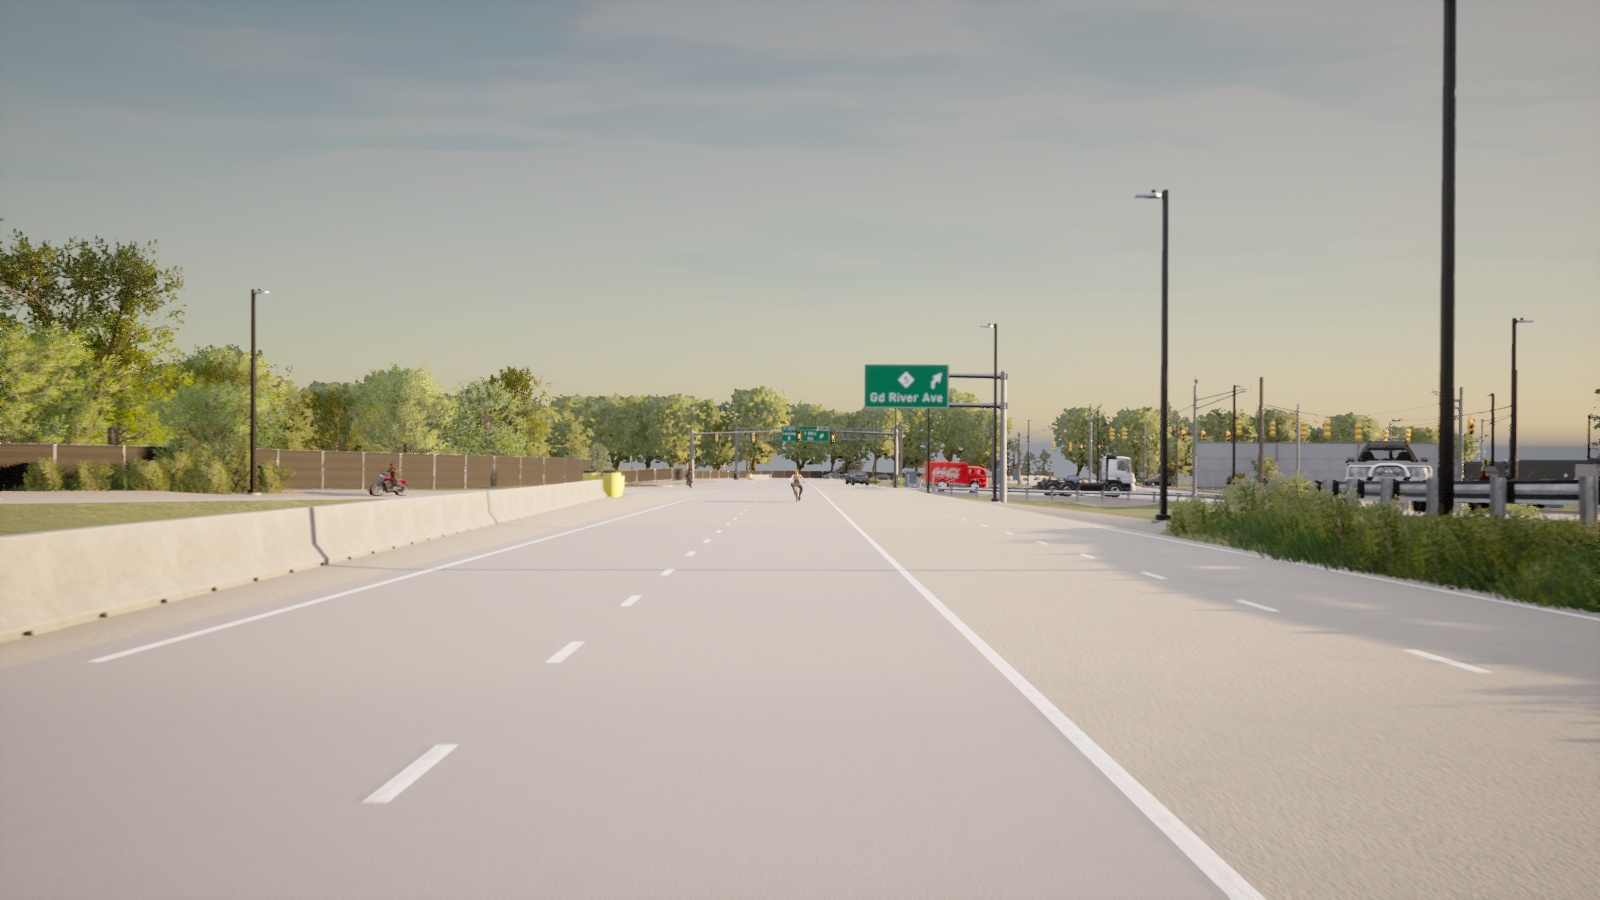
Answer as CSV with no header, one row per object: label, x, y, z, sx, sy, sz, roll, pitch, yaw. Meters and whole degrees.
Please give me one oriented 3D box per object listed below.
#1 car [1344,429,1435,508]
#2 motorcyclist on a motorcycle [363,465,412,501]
car,14.840,0.525,31.778,1.932,1.855,4.605,0,-2,24
motorcyclist on a motorcycle,-19.075,1.520,58.165,0.766,1.649,2.350,0,-1,23
